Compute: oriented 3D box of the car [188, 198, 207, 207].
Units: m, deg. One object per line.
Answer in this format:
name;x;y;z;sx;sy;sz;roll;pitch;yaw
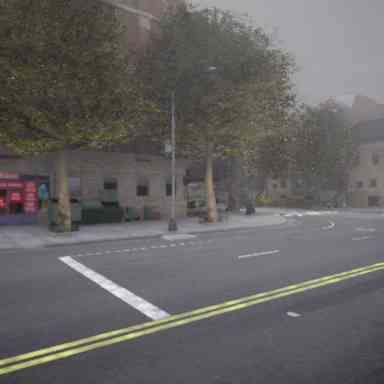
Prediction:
car;1.303;1.567;47.410;1.994;1.385;4.181;0;0;-35
